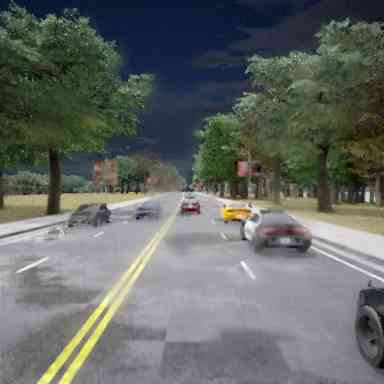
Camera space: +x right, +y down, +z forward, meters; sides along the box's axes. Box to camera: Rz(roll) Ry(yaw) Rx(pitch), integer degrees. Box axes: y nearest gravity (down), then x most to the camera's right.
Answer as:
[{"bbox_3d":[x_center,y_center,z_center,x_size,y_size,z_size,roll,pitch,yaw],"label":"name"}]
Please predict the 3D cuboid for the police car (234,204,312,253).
[{"bbox_3d":[3.224,1.500,13.860,2.038,1.542,4.974,0,0,0],"label":"police car"}]

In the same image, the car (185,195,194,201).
[{"bbox_3d":[-0.583,1.324,74.337,1.895,1.301,4.718,0,0,-1],"label":"car"}]

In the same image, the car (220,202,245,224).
[{"bbox_3d":[3.177,1.460,24.870,1.882,1.535,5.008,0,0,0],"label":"car"}]

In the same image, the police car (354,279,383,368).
[{"bbox_3d":[3.249,1.506,2.849,2.038,1.542,4.974,0,0,0],"label":"police car"}]

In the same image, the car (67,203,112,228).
[{"bbox_3d":[-6.660,1.491,22.026,1.837,1.490,4.892,0,0,0],"label":"car"}]

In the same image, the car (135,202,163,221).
[{"bbox_3d":[-3.439,1.526,27.521,2.033,1.411,5.357,0,0,0],"label":"car"}]

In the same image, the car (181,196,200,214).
[{"bbox_3d":[-0.171,1.464,35.566,2.163,1.488,4.792,0,0,0],"label":"car"}]
